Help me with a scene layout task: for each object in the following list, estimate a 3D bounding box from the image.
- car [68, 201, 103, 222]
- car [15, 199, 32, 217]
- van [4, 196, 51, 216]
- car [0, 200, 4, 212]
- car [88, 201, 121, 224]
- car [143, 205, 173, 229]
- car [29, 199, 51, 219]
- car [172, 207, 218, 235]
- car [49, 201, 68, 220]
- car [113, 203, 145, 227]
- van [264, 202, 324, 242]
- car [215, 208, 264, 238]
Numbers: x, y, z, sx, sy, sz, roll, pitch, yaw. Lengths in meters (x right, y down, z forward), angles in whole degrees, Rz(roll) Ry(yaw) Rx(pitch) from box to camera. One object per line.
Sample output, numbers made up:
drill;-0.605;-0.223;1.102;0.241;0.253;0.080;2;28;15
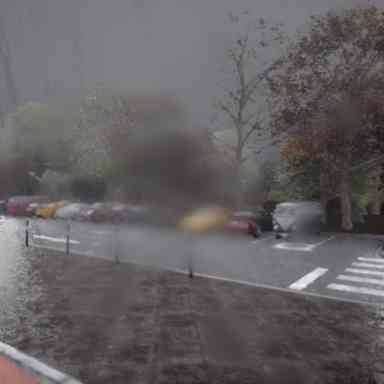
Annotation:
car;-7.600;1.587;28.187;2.185;1.767;4.553;0;0;35
car;-14.408;1.715;32.986;2.002;1.452;4.674;0;0;35
van;-16.599;1.437;34.691;1.878;1.987;4.442;0;0;35
car;-21.207;1.669;37.790;2.163;1.488;4.792;0;0;35
car;-5.354;1.725;26.558;2.097;1.535;5.008;0;0;35
car;-0.818;1.781;23.360;2.163;1.488;4.792;0;0;35
car;-12.145;1.687;31.375;2.097;1.535;5.008;0;0;35
car;1.318;1.763;21.576;1.946;1.575;5.366;0;0;35
car;-9.882;1.740;29.769;2.002;1.452;4.674;0;0;35
car;-3.099;1.740;24.939;2.231;1.521;4.892;0;0;35
van;5.882;1.568;18.414;1.878;1.987;4.442;0;0;35
car;3.706;1.809;20.142;2.163;1.488;4.792;0;0;35
